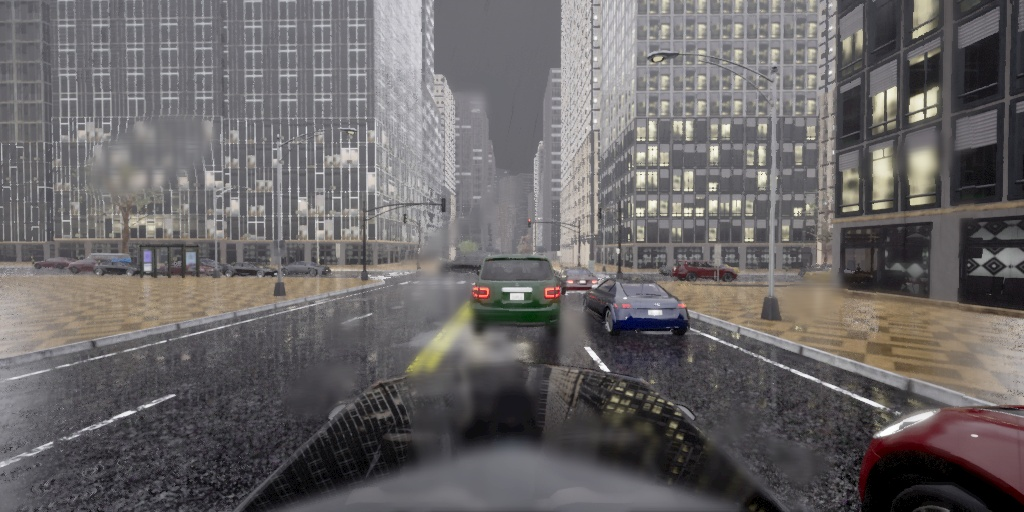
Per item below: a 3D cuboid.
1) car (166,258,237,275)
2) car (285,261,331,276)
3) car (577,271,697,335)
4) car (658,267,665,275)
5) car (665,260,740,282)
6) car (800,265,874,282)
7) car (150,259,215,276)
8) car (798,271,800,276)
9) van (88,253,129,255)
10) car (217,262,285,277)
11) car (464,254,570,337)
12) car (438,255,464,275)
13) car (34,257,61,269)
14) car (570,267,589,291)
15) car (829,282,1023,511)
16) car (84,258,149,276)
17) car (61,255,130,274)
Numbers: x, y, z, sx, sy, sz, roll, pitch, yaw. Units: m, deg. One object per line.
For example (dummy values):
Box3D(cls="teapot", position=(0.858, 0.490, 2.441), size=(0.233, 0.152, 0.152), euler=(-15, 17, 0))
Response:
Box3D(cls="car", position=(-29.370, 0.993, 33.993), size=(4.902, 1.511, 2.128), euler=(1, 1, 1))
Box3D(cls="car", position=(-19.401, 1.156, 33.771), size=(4.181, 1.385, 1.994), euler=(1, 1, 1))
Box3D(cls="car", position=(3.374, 1.309, 10.498), size=(1.994, 1.385, 4.181), euler=(0, 0, -1))
Box3D(cls="car", position=(17.408, 1.374, 36.288), size=(4.892, 1.490, 1.837), euler=(0, 1, 1))
Box3D(cls="car", position=(16.251, 1.268, 30.533), size=(5.009, 1.841, 2.192), euler=(0, 0, 1))
Box3D(cls="car", position=(27.698, 1.577, 30.313), size=(4.829, 1.417, 1.751), euler=(0, 0, 1))
Box3D(cls="car", position=(-28.357, 1.137, 31.282), size=(4.207, 1.307, 1.802), euler=(0, 0, 1))
Box3D(cls="car", position=(31.340, 1.554, 36.018), size=(4.181, 1.385, 1.994), euler=(0, 1, 1))
Box3D(cls="van", position=(-45.211, 0.603, 40.149), size=(3.998, 1.789, 1.690), euler=(0, 0, 1))
Box3D(cls="car", position=(-22.673, 1.172, 31.137), size=(4.313, 1.339, 1.948), euler=(0, 0, 1))
Box3D(cls="car", position=(0.117, 0.967, 10.405), size=(2.150, 2.045, 5.566), euler=(0, 0, 0))
Box3D(cls="car", position=(-4.738, 0.894, 36.666), size=(5.566, 2.045, 2.150), euler=(1, 1, 1))
Box3D(cls="car", position=(-50.893, 0.791, 40.275), size=(4.207, 1.307, 1.802), euler=(0, 0, 1))
Box3D(cls="car", position=(3.388, 1.287, 19.740), size=(2.033, 1.411, 5.357), euler=(0, 0, 0))
Box3D(cls="car", position=(3.344, 1.103, 0.454), size=(2.097, 1.767, 4.553), euler=(0, 0, 0))
Box3D(cls="car", position=(-34.037, 1.068, 31.466), size=(4.313, 1.339, 1.948), euler=(0, 0, 1))
Box3D(cls="car", position=(-39.442, 0.936, 34.224), size=(4.674, 1.442, 1.812), euler=(1, 1, 2))
